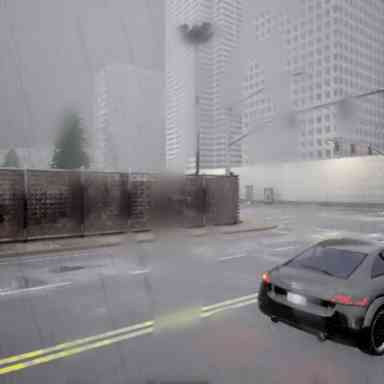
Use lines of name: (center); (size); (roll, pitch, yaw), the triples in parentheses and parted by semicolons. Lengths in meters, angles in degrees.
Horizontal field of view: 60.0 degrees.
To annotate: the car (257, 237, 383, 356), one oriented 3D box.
car: (3.176, 1.532, 6.064); (4.181, 1.385, 1.994); (0, 0, -35)
